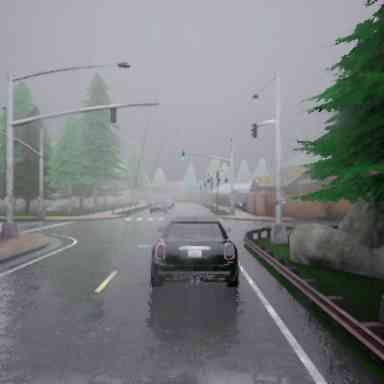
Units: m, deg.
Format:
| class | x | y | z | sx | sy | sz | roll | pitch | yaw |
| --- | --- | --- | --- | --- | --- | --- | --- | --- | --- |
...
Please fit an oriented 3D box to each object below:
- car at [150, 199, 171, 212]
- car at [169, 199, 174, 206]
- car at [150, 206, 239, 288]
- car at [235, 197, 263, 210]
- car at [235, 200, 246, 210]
| class | x | y | z | sx | sy | sz | roll | pitch | yaw |
| --- | --- | --- | --- | --- | --- | --- | --- | --- | --- |
| car | -4.083 | 1.926 | 41.569 | 1.994 | 1.385 | 4.181 | 0 | -1 | 0 |
| car | -4.165 | 2.055 | 51.424 | 1.895 | 1.301 | 4.718 | 0 | -1 | 0 |
| car | 0.074 | 1.443 | 9.678 | 2.097 | 1.767 | 4.553 | 0 | -1 | 0 |
| car | 8.395 | 1.609 | 49.113 | 3.866 | 1.878 | 1.905 | 0 | -1 | -1 |
| car | 8.811 | 1.583 | 46.604 | 4.605 | 1.855 | 1.932 | 0 | -1 | -1 |
